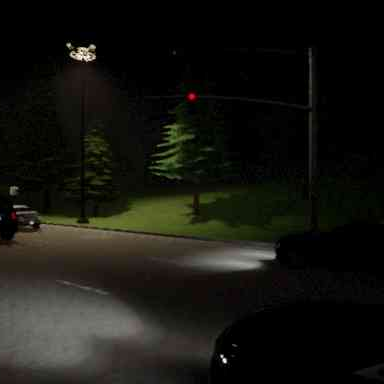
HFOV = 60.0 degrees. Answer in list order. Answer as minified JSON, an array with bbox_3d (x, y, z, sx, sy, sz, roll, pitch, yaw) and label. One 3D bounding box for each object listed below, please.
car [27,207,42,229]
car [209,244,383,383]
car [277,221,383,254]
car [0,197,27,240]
[{"bbox_3d":[-11.113,1.530,20.503,4.674,1.442,1.812,0,0,35],"label":"car"},{"bbox_3d":[2.393,1.491,2.285,4.902,1.511,2.128,0,0,35],"label":"car"},{"bbox_3d":[4.687,1.526,9.249,4.674,1.442,1.812,0,0,35],"label":"car"},{"bbox_3d":[-10.447,1.226,15.745,5.566,2.045,2.150,0,0,36],"label":"car"}]
